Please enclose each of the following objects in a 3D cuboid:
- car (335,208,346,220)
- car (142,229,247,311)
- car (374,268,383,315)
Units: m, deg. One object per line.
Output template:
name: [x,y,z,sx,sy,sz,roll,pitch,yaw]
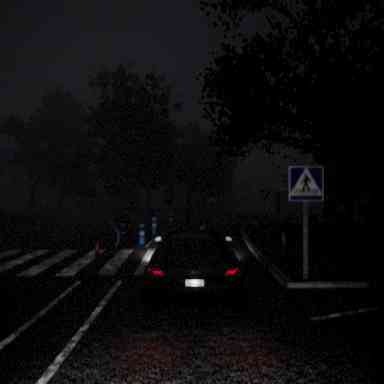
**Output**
car: [16.135,2.366,36.453,1.895,1.301,4.718,1,-2,40]
car: [0.037,1.546,7.787,1.994,1.385,4.181,0,0,0]
car: [5.309,1.481,5.461,4.892,1.521,2.231,1,0,-21]
